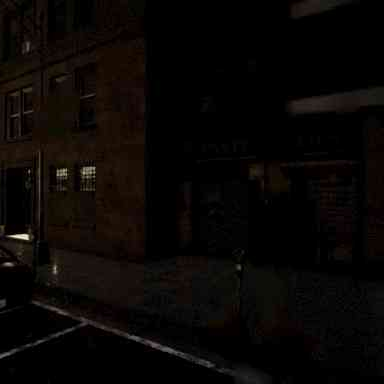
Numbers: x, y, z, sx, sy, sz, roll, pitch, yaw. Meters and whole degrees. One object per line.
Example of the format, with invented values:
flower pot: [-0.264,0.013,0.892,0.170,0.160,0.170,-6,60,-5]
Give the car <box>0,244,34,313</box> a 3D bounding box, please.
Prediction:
car: [-4.842,1.550,6.522,4.403,1.369,2.008,0,0,35]
